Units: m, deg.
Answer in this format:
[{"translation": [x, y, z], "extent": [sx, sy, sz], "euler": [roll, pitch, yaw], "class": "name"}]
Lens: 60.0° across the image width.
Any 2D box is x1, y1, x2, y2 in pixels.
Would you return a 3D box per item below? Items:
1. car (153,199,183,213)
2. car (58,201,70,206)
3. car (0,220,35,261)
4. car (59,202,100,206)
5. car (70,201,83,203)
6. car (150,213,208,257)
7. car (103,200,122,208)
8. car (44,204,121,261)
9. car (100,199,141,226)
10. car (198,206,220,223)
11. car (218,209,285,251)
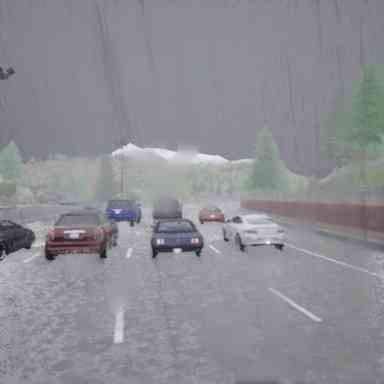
[{"translation": [-1.940, 1.545, 26.772], "extent": [2.150, 2.045, 5.566], "euler": [0, 0, -2], "class": "car"}, {"translation": [-25.778, 2.539, 69.147], "extent": [1.895, 1.301, 4.718], "euler": [0, -1, 13], "class": "car"}, {"translation": [-7.720, 1.759, 12.939], "extent": [1.994, 1.385, 4.181], "euler": [0, -1, -7], "class": "car"}, {"translation": [-8.936, 1.874, 27.356], "extent": [1.837, 1.490, 4.892], "euler": [0, 0, -1], "class": "car"}, {"translation": [-22.426, 2.466, 68.131], "extent": [1.994, 1.385, 4.181], "euler": [0, -1, 13], "class": "car"}, {"translation": [-0.775, 1.764, 13.739], "extent": [1.895, 1.301, 4.718], "euler": [0, -1, -7], "class": "car"}, {"translation": [-15.718, 2.352, 66.068], "extent": [1.837, 1.490, 4.892], "euler": [-1, -1, 13], "class": "car"}, {"translation": [-4.249, 1.531, 13.397], "extent": [2.097, 1.767, 4.553], "euler": [0, -1, -7], "class": "car"}, {"translation": [-5.437, 1.563, 26.607], "extent": [2.150, 2.045, 5.566], "euler": [0, 0, -2], "class": "car"}, {"translation": [1.556, 1.877, 27.859], "extent": [1.994, 1.385, 4.181], "euler": [0, -1, -1], "class": "car"}, {"translation": [2.619, 1.683, 14.910], "extent": [1.812, 1.442, 4.674], "euler": [0, 0, -7], "class": "car"}]
